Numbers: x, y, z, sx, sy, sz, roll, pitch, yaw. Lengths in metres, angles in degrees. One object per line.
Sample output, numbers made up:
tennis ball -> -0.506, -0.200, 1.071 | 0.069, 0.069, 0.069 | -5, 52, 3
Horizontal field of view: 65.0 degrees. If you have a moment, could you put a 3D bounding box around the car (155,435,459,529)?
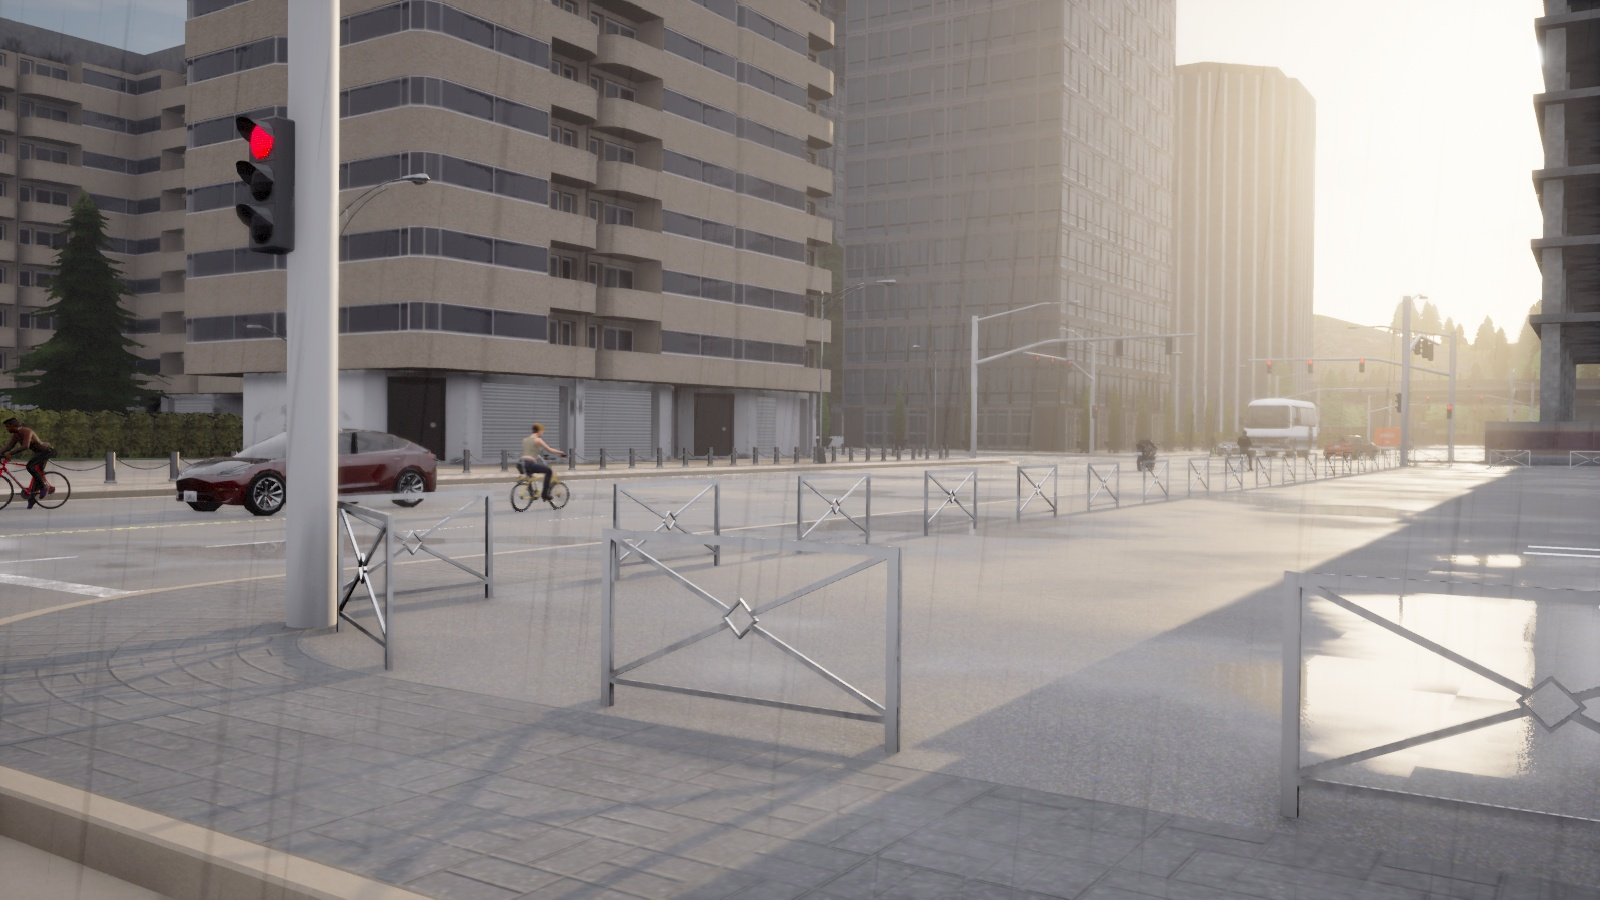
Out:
car -> -8.837, 0.498, 22.939 | 2.163, 1.488, 4.792 | 0, 1, 33

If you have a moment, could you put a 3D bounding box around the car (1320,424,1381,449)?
car -> 38.092, -0.954, 86.803 | 4.611, 1.667, 2.242 | -1, 1, -44

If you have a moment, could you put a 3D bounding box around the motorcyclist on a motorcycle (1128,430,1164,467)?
motorcyclist on a motorcycle -> 14.695, -0.095, 53.325 | 0.866, 1.530, 2.191 | 0, 1, 33

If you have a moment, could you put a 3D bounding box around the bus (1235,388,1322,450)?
bus -> 35.063, -2.215, 91.767 | 3.944, 4.253, 10.273 | 0, 1, 33

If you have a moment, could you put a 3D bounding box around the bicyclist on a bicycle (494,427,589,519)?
bicyclist on a bicycle -> -4.700, 0.398, 22.913 | 0.866, 1.612, 1.509 | 0, 1, 32

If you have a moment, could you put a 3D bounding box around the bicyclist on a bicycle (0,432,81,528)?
bicyclist on a bicycle -> -13.599, 0.507, 21.982 | 0.582, 1.620, 1.656 | 0, 1, 33
